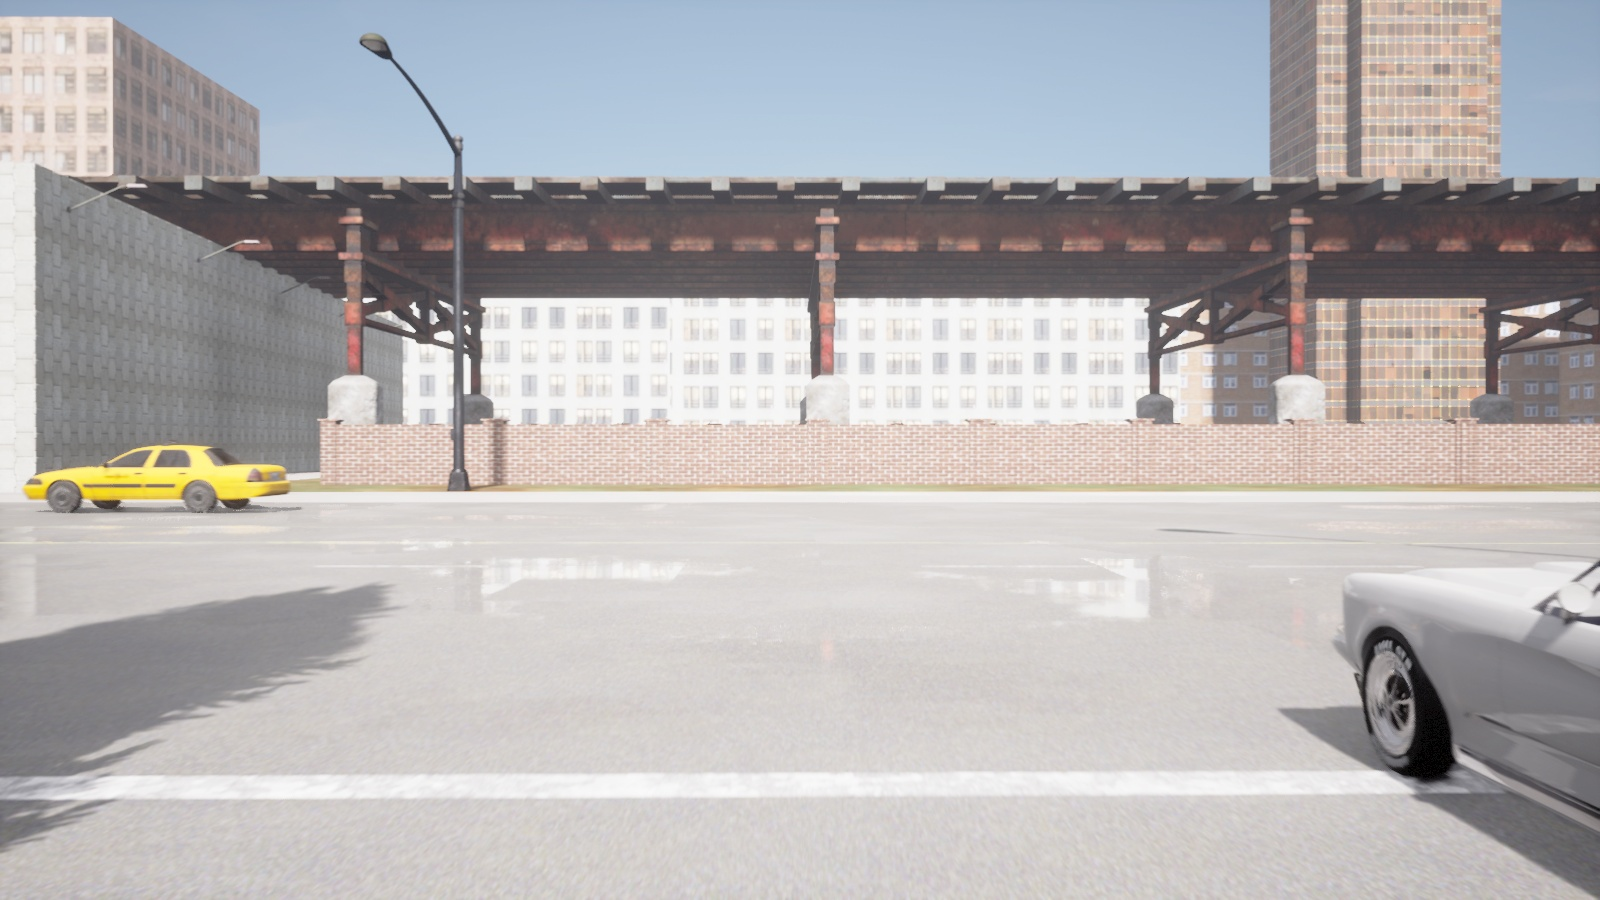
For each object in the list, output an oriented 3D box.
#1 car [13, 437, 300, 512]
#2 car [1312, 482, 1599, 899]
[{"bbox_3d":[-13.959,0.520,27.448,5.366,1.575,1.801,0,0,1],"label":"car"},{"bbox_3d":[3.538,0.827,4.022,1.895,1.301,4.718,0,0,0],"label":"car"}]
